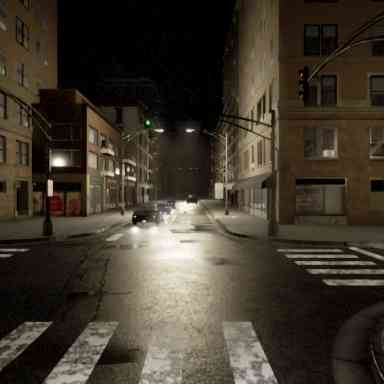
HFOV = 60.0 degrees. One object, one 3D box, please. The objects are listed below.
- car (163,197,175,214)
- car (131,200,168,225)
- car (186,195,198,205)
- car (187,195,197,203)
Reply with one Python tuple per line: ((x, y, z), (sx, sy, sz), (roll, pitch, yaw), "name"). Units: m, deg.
((-3.154, 1.541, 34.417), (1.994, 1.385, 4.181), (0, 0, 0), "car")
((-3.139, 1.534, 24.501), (2.033, 1.411, 5.357), (0, 0, 0), "car")
((0.006, 1.445, 59.234), (2.128, 1.511, 4.902), (0, 0, 0), "car")
((-0.012, 1.436, 69.597), (2.128, 1.511, 4.902), (0, 0, 0), "car")
